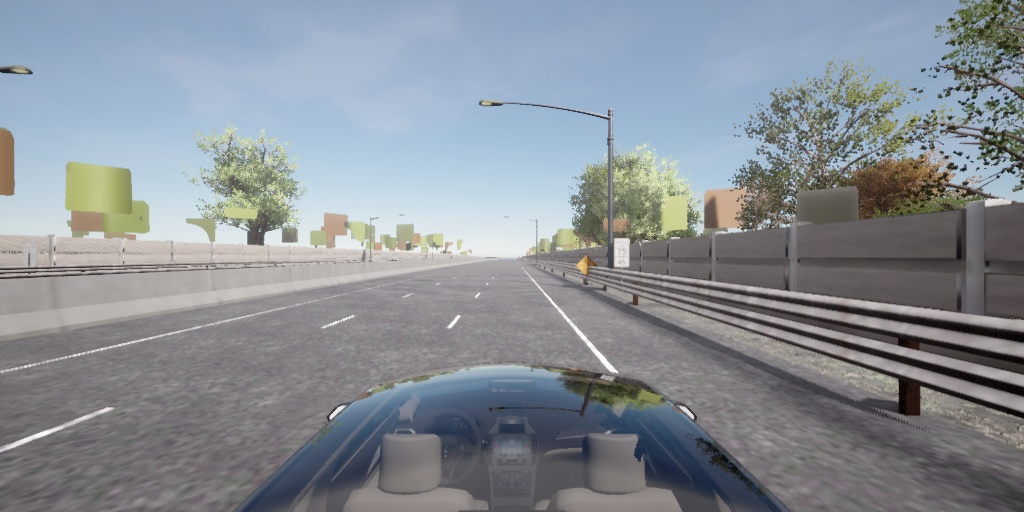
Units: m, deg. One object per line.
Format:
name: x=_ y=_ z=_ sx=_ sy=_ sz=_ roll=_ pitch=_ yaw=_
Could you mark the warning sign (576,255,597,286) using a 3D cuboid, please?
warning sign: x=4.550 y=0.869 z=21.842 sx=1.300 sy=1.860 sz=1.060 roll=0 pitch=0 yaw=0
